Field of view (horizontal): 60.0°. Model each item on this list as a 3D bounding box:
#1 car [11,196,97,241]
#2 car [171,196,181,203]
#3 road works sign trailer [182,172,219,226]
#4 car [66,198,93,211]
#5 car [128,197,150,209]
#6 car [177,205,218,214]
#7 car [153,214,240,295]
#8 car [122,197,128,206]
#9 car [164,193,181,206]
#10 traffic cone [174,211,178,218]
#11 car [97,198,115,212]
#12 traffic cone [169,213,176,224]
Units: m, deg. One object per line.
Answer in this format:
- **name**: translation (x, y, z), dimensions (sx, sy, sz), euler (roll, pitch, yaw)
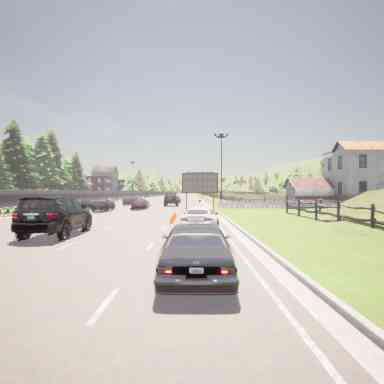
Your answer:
- **car**: translation (-6.873, 1.218, 16.901), dimensions (2.150, 2.045, 5.566), euler (0, 0, 0)
- **car**: translation (-3.292, 1.564, 68.605), dimensions (1.994, 1.385, 4.181), euler (0, 0, 0)
- **road works sign trailer**: translation (0.524, 0.464, 22.085), dimensions (2.380, 3.560, 2.880), euler (0, 0, -3)
- **car**: translation (-13.840, 1.525, 41.208), dimensions (1.812, 1.442, 4.674), euler (0, 0, 0)
- **car**: translation (-6.830, 1.564, 44.424), dimensions (1.994, 1.385, 4.181), euler (0, 0, 0)
- **car**: translation (0.450, 1.541, 18.472), dimensions (1.812, 1.442, 4.674), euler (-1, -1, 7)
- **car**: translation (0.112, 1.547, 8.852), dimensions (2.033, 1.411, 5.357), euler (0, 0, 1)
- **car**: translation (-10.313, 1.491, 55.230), dimensions (2.128, 1.511, 4.902), euler (0, 0, 0)
- **car**: translation (-3.316, 1.221, 53.390), dimensions (2.150, 2.045, 5.566), euler (0, 0, 0)
- **traffic cone**: translation (-1.448, 1.955, 25.209), dimensions (0.340, 0.580, 0.340), euler (0, 0, 0)
- **car**: translation (-10.338, 1.490, 39.022), dimensions (2.128, 1.511, 4.902), euler (0, 0, 0)
- **traffic cone**: translation (-1.451, 1.955, 23.209), dimensions (0.340, 0.580, 0.340), euler (0, 0, 0)
